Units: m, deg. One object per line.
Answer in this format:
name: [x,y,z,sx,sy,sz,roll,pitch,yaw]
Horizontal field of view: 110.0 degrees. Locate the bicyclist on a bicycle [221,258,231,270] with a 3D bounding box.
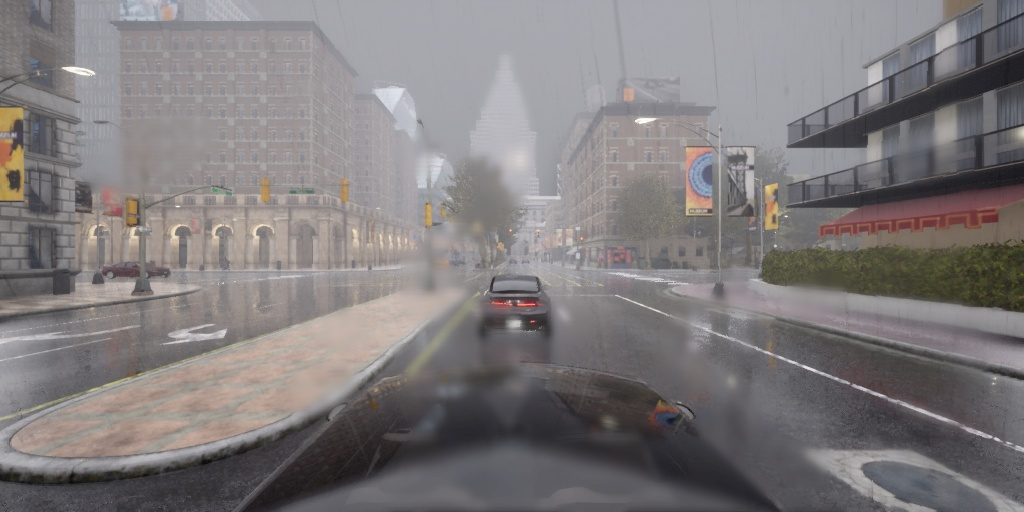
bicyclist on a bicycle: [-37.195,1.050,46.688,0.582,1.620,1.656,0,0,0]

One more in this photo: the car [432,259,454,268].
car: [-11.440,1.228,59.601,1.882,1.535,5.008,0,0,0]

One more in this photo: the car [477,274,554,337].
car: [0.097,1.255,10.269,1.837,1.490,4.892,0,0,0]

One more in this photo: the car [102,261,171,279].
car: [-33.648,1.228,32.230,5.008,1.535,1.882,0,0,0]
